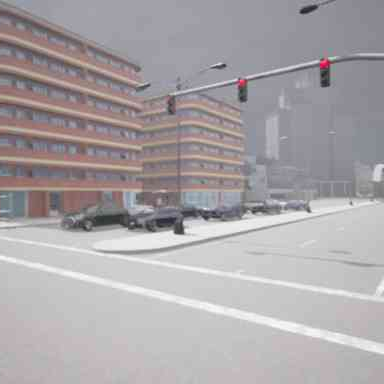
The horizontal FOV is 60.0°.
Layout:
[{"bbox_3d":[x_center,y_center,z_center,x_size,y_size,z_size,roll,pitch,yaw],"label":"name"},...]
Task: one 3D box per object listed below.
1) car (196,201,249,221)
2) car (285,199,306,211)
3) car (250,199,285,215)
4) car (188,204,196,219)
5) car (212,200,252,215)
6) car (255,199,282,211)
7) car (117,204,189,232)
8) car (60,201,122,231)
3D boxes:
[{"bbox_3d":[2.700,1.718,28.369,1.895,1.301,4.718,0,0,36],"label":"car"},{"bbox_3d":[13.483,1.658,43.448,1.812,1.442,4.674,0,0,35],"label":"car"},{"bbox_3d":[8.021,1.726,35.830,1.895,1.301,4.718,0,0,35],"label":"car"},{"bbox_3d":[-1.055,1.741,29.139,1.895,1.301,4.718,0,0,36],"label":"car"},{"bbox_3d":[4.506,1.695,36.932,2.033,1.411,5.357,0,0,36],"label":"car"},{"bbox_3d":[10.454,1.682,45.231,1.812,1.442,4.674,0,0,35],"label":"car"},{"bbox_3d":[-2.387,1.674,21.238,1.994,1.385,4.181,0,0,35],"label":"car"},{"bbox_3d":[-6.252,1.484,21.857,2.097,1.767,4.553,0,0,36],"label":"car"}]
